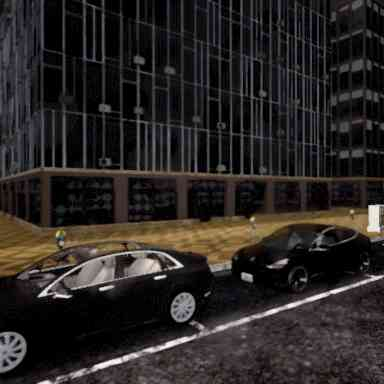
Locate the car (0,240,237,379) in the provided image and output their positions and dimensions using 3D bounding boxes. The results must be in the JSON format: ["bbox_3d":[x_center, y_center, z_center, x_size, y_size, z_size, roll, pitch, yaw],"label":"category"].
[{"bbox_3d":[-1.626,1.540,5.397,4.403,1.369,2.008,0,1,-36],"label":"car"}]

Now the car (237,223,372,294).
[{"bbox_3d":[3.008,1.515,8.703,4.313,1.339,1.947,0,1,-36],"label":"car"}]
